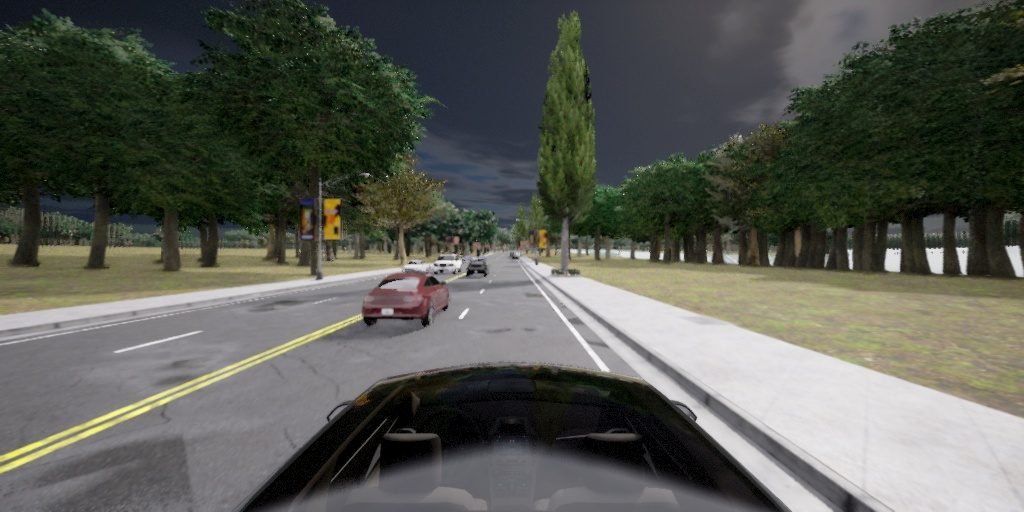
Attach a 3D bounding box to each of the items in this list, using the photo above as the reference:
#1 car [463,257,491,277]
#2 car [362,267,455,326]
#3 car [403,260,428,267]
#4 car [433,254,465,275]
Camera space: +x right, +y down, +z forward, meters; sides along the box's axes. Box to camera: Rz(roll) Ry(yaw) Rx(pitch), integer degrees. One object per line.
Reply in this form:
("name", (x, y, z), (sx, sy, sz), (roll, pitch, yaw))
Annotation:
("car", (-3.151, 1.127, 33.731), (1.837, 1.490, 4.892), (0, 0, 0))
("car", (-3.163, 1.237, 11.387), (1.812, 1.442, 4.674), (0, 0, 0))
("car", (-9.840, 1.134, 36.664), (1.812, 1.442, 4.674), (0, 0, 0))
("car", (-6.592, 0.828, 36.930), (2.150, 2.045, 5.566), (0, 0, 0))
